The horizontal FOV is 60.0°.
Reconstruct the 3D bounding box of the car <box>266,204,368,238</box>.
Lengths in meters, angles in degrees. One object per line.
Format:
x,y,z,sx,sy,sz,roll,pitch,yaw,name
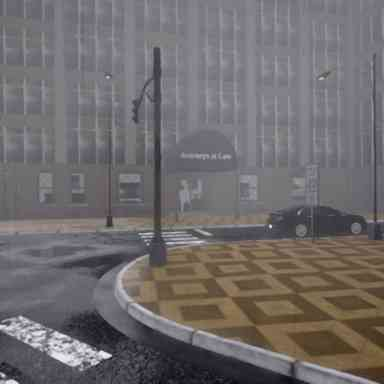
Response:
5.987,1.320,15.970,4.892,1.490,1.837,0,0,-14,car
